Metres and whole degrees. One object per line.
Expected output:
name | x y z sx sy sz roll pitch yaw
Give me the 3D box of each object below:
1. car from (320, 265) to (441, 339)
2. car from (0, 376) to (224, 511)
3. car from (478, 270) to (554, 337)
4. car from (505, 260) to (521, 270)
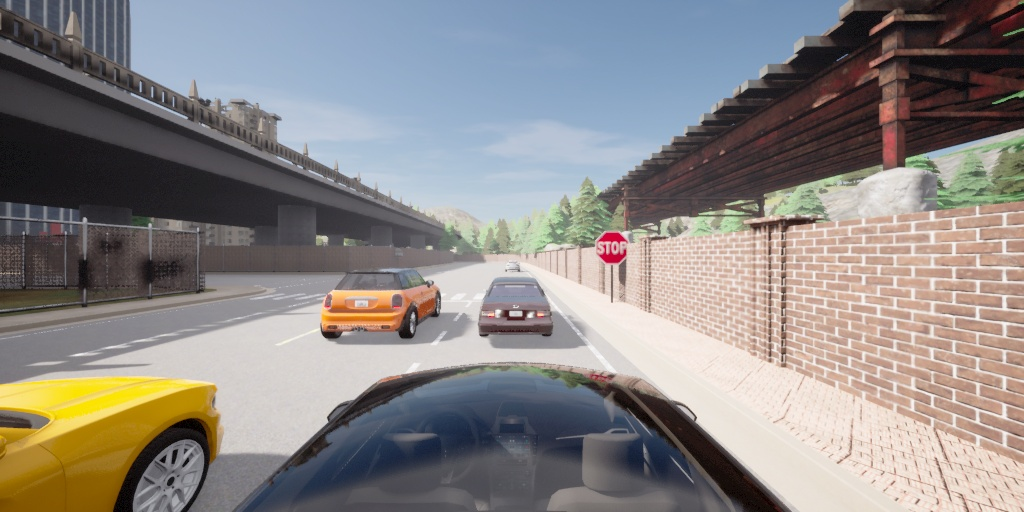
car | -3.419 1.102 10.262 2.097 1.767 4.553 0 0 0
car | -3.396 1.228 1.005 1.882 1.535 5.008 0 0 0
car | 0.082 1.297 10.284 2.033 1.411 5.357 0 0 0
car | 0.082 1.276 46.167 1.812 1.442 4.674 0 0 -1
